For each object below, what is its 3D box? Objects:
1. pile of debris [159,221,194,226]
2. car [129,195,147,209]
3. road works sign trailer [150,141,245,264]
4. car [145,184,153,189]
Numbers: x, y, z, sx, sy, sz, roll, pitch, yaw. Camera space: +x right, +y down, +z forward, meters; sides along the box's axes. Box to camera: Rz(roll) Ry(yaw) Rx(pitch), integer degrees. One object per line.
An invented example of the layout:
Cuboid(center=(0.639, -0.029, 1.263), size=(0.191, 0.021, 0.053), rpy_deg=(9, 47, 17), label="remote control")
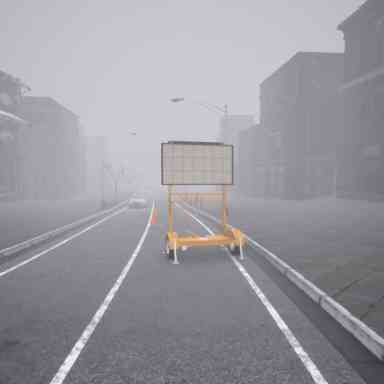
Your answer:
Cuboid(center=(-0.892, 1.742, 18.475), size=(1.860, 0.140, 1.500), rpy_deg=(0, 1, -5), label="pile of debris")
Cuboid(center=(-5.923, 1.031, 36.672), size=(1.812, 1.442, 4.674), rpy_deg=(0, 1, -6), label="car")
Cuboid(center=(0.141, 0.174, 10.847), size=(2.380, 3.560, 2.880), rpy_deg=(-1, 1, -16), label="road works sign trailer")
Cuboid(center=(-11.436, -1.459, 89.226), size=(1.994, 1.385, 4.181), rpy_deg=(0, 4, -6), label="car")
